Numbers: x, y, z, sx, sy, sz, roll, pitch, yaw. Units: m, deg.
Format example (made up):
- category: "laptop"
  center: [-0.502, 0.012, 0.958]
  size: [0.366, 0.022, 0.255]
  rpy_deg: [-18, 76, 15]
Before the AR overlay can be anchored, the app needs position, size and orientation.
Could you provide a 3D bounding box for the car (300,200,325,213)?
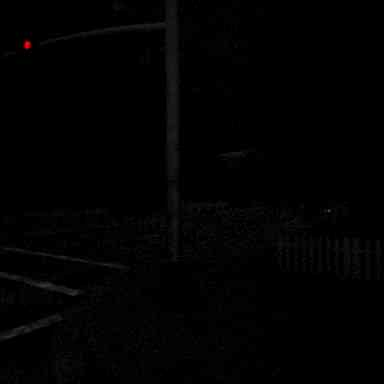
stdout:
- category: "car"
  center: [14.066, 1.661, 38.773]
  size: [2.033, 1.411, 5.357]
  rpy_deg: [-1, 0, 32]
